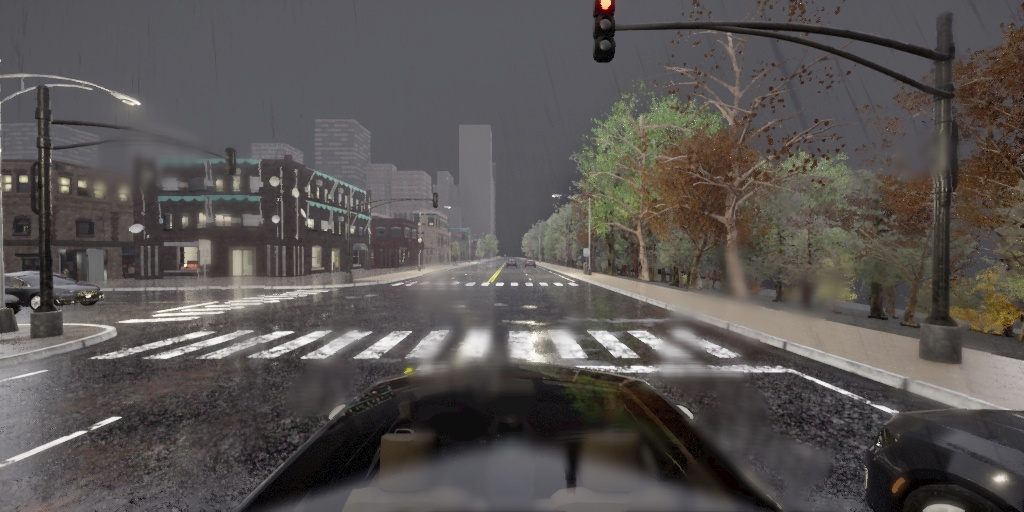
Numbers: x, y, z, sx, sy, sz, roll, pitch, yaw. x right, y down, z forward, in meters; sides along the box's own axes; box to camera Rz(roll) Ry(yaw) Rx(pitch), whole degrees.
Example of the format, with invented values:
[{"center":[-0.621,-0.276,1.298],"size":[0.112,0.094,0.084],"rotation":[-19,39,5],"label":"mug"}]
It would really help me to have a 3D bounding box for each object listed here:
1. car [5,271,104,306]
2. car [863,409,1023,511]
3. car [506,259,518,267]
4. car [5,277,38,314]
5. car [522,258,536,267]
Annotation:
[{"center":[-20.315,1.480,15.131],"size":[4.892,1.490,1.837],"rotation":[-1,1,0],"label":"car"},{"center":[3.353,1.255,0.435],"size":[1.837,1.490,4.892],"rotation":[0,0,0],"label":"car"},{"center":[-0.048,1.231,63.053],"size":[1.837,1.490,4.892],"rotation":[0,0,0],"label":"car"},{"center":[-19.973,1.565,12.427],"size":[4.313,1.339,1.948],"rotation":[0,0,0],"label":"car"},{"center":[3.204,1.252,63.367],"size":[1.812,1.442,4.674],"rotation":[0,0,0],"label":"car"}]
